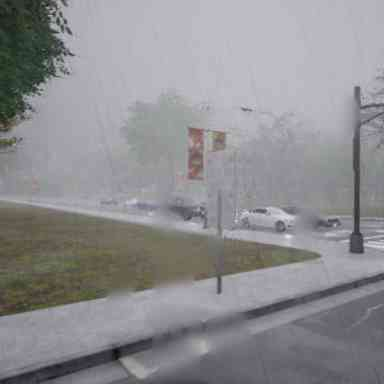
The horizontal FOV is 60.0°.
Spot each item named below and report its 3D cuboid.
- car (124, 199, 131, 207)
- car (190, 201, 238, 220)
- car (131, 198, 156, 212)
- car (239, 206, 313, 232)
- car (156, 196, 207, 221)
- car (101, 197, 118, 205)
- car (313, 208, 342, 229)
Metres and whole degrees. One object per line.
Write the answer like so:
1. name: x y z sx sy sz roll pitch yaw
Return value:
1. car: -9.113 1.683 52.651 1.812 1.442 4.674 1 0 -36
2. car: 1.959 1.648 31.221 1.837 1.490 4.892 1 0 -36
3. car: -5.335 1.614 41.456 1.882 1.535 5.008 1 0 -35
4. car: 5.007 1.655 21.326 1.812 1.442 4.674 1 0 -36
5. car: -0.608 1.341 29.232 2.150 2.045 5.566 1 0 -35
6. car: -15.114 1.680 61.058 1.812 1.442 4.674 1 0 -35
7. car: 7.641 1.700 23.322 2.033 1.411 5.357 1 0 -33
